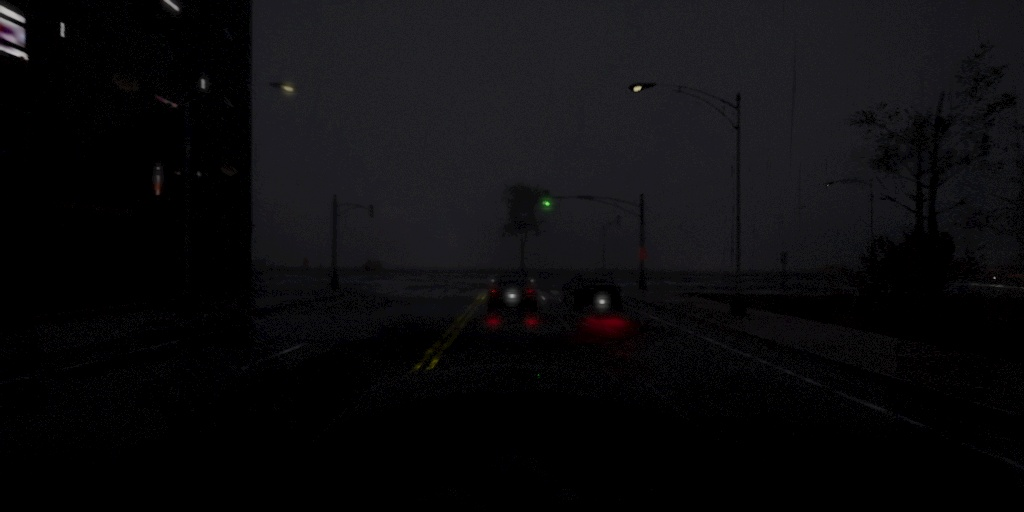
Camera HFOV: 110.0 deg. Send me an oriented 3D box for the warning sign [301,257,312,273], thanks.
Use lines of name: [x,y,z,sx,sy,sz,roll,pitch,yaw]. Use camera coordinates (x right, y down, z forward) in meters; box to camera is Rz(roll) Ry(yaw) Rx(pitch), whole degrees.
warning sign: [-23.478,1.002,40.765,1.060,1.860,1.300,0,0,1]

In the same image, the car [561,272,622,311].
car: [3.271,1.399,15.336,1.837,1.490,4.892,0,0,1]

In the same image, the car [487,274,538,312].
car: [0.020,1.455,15.153,1.994,1.385,4.181,0,0,0]

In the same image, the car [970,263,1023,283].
car: [49.979,1.753,36.081,5.566,2.045,2.150,1,0,2]

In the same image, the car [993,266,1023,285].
car: [48.194,1.985,32.890,5.008,1.535,1.882,1,0,2]
